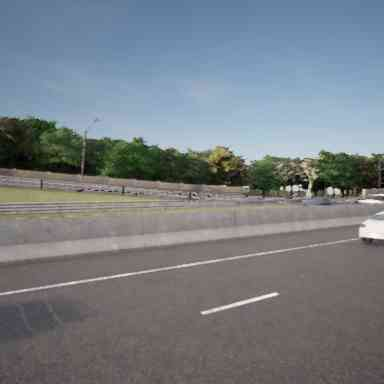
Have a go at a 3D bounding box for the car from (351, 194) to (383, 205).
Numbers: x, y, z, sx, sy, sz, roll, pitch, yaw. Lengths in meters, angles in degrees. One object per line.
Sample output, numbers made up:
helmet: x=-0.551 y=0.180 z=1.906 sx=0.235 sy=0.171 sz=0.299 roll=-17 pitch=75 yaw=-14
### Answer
car: x=19.682 y=1.225 z=35.212 sx=5.566 sy=2.045 sz=2.150 roll=0 pitch=0 yaw=-35

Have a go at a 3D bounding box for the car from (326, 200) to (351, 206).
car: x=17.955 y=1.605 z=38.276 sx=4.718 sy=1.301 sz=1.895 roll=0 pitch=0 yaw=-35

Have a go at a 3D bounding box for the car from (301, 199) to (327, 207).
car: x=15.654 y=1.551 z=40.938 sx=5.357 sy=1.411 sz=2.033 roll=0 pitch=0 yaw=-35

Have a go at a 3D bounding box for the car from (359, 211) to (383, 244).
car: x=9.124 y=1.532 z=14.549 sx=4.674 sy=1.442 sz=1.812 roll=0 pitch=0 yaw=-36
